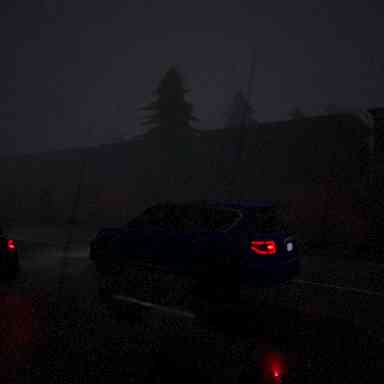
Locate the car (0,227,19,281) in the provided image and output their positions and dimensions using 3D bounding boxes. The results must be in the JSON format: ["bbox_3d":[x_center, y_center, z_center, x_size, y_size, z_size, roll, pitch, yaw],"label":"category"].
[{"bbox_3d":[-6.532,1.352,8.660,4.553,1.767,2.097,0,0,35],"label":"car"}]

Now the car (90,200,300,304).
[{"bbox_3d":[-0.164,1.222,8.411,5.566,2.045,2.150,0,0,36],"label":"car"}]
